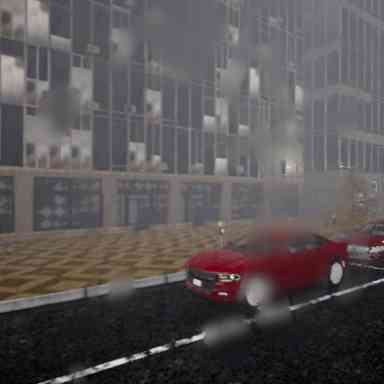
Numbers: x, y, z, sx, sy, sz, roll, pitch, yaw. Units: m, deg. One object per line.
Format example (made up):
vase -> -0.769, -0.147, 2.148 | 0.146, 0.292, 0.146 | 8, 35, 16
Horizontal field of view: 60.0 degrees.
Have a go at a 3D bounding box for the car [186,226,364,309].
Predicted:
car -> 1.941, 1.572, 7.943 | 4.507, 1.381, 1.887 | 0, 0, -36

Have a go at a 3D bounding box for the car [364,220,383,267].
car -> 6.576, 1.633, 11.250 | 4.206, 1.307, 1.802 | 0, 0, -36
